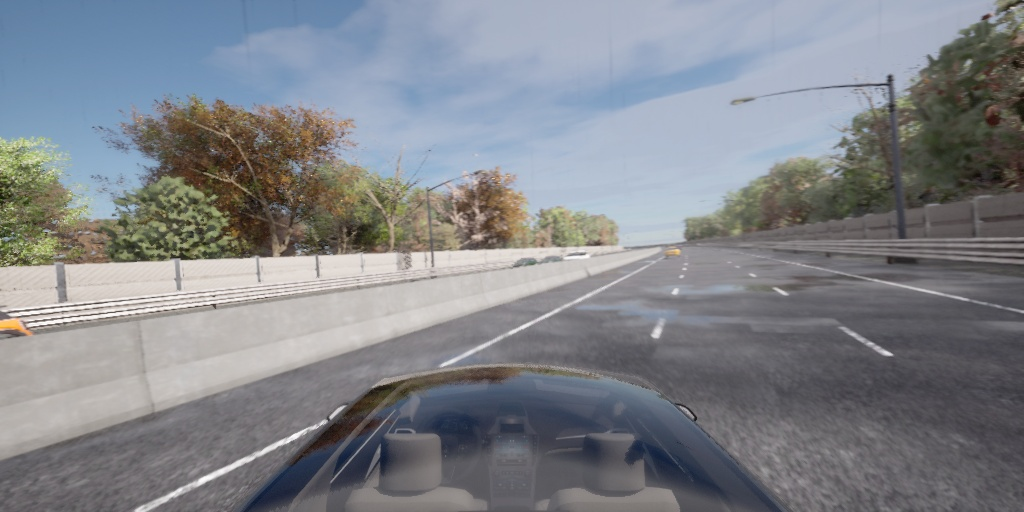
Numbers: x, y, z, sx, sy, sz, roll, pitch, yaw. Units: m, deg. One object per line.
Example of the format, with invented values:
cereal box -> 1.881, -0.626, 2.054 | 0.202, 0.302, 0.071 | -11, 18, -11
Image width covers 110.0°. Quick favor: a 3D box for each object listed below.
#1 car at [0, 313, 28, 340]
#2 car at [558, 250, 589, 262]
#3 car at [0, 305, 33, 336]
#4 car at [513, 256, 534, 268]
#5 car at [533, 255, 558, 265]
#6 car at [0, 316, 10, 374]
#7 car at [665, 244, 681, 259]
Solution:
car -> -11.987, 2.148, 5.671 | 1.837, 1.490, 4.892 | -4, 0, 28
car -> 8.065, 0.393, 44.828 | 2.150, 2.045, 5.566 | -4, 0, 27
car -> -17.503, 2.410, 10.210 | 2.097, 1.767, 4.553 | -4, 0, 28
car -> 1.828, 0.992, 47.942 | 2.097, 1.767, 4.553 | -4, 0, 27
car -> 5.011, 0.755, 46.508 | 2.097, 1.767, 4.553 | -4, 0, 27
car -> -15.072, 2.422, 7.301 | 2.033, 1.411, 5.357 | -4, 0, 28
car -> 22.450, -0.606, 50.182 | 1.801, 1.575, 5.366 | -4, 0, 26
